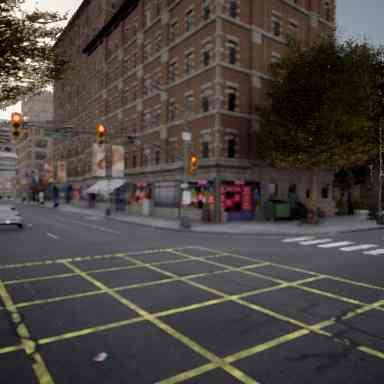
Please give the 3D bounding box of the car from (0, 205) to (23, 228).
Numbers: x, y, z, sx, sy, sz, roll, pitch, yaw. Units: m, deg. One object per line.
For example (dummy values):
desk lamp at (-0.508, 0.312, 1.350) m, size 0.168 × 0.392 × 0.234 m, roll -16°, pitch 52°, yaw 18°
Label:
car at (-12.372, 1.553, 21.836) m, size 1.812 × 1.442 × 4.674 m, roll 1°, pitch 0°, yaw -35°
